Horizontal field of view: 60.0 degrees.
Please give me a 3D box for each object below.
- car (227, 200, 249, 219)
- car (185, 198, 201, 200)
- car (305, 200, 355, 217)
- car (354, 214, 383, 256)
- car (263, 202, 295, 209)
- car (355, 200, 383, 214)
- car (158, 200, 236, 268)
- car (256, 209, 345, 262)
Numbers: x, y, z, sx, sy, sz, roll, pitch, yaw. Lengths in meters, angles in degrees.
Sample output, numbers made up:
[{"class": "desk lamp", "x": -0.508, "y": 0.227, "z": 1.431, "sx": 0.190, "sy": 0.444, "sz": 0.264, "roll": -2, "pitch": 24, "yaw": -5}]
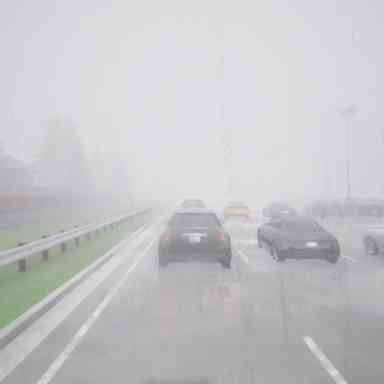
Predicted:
[{"class": "car", "x": 3.599, "y": 1.389, "z": 28.255, "sx": 1.882, "sy": 1.535, "sz": 5.008, "roll": 0, "pitch": 0, "yaw": 0}, {"class": "car", "x": 0.093, "y": 1.269, "z": 26.421, "sx": 2.097, "sy": 1.767, "sz": 4.553, "roll": 0, "pitch": 0, "yaw": 0}, {"class": "car", "x": 10.594, "y": 1.408, "z": 26.669, "sx": 2.128, "sy": 1.511, "sz": 4.902, "roll": 0, "pitch": 0, "yaw": 0}, {"class": "car", "x": 7.086, "y": 1.569, "z": 10.038, "sx": 1.895, "sy": 1.301, "sz": 4.718, "roll": 0, "pitch": 0, "yaw": 0}, {"class": "car", "x": 7.095, "y": 1.479, "z": 27.208, "sx": 1.994, "sy": 1.385, "sz": 4.181, "roll": 0, "pitch": 0, "yaw": 0}, {"class": "car", "x": 14.099, "y": 1.389, "z": 28.250, "sx": 1.882, "sy": 1.535, "sz": 5.008, "roll": 0, "pitch": 0, "yaw": 0}, {"class": "car", "x": 0.087, "y": 1.316, "z": 11.275, "sx": 2.097, "sy": 1.767, "sz": 4.553, "roll": 0, "pitch": 0, "yaw": 0}, {"class": "car", "x": 3.589, "y": 1.526, "z": 11.940, "sx": 1.994, "sy": 1.385, "sz": 4.181, "roll": 0, "pitch": 0, "yaw": 0}]
